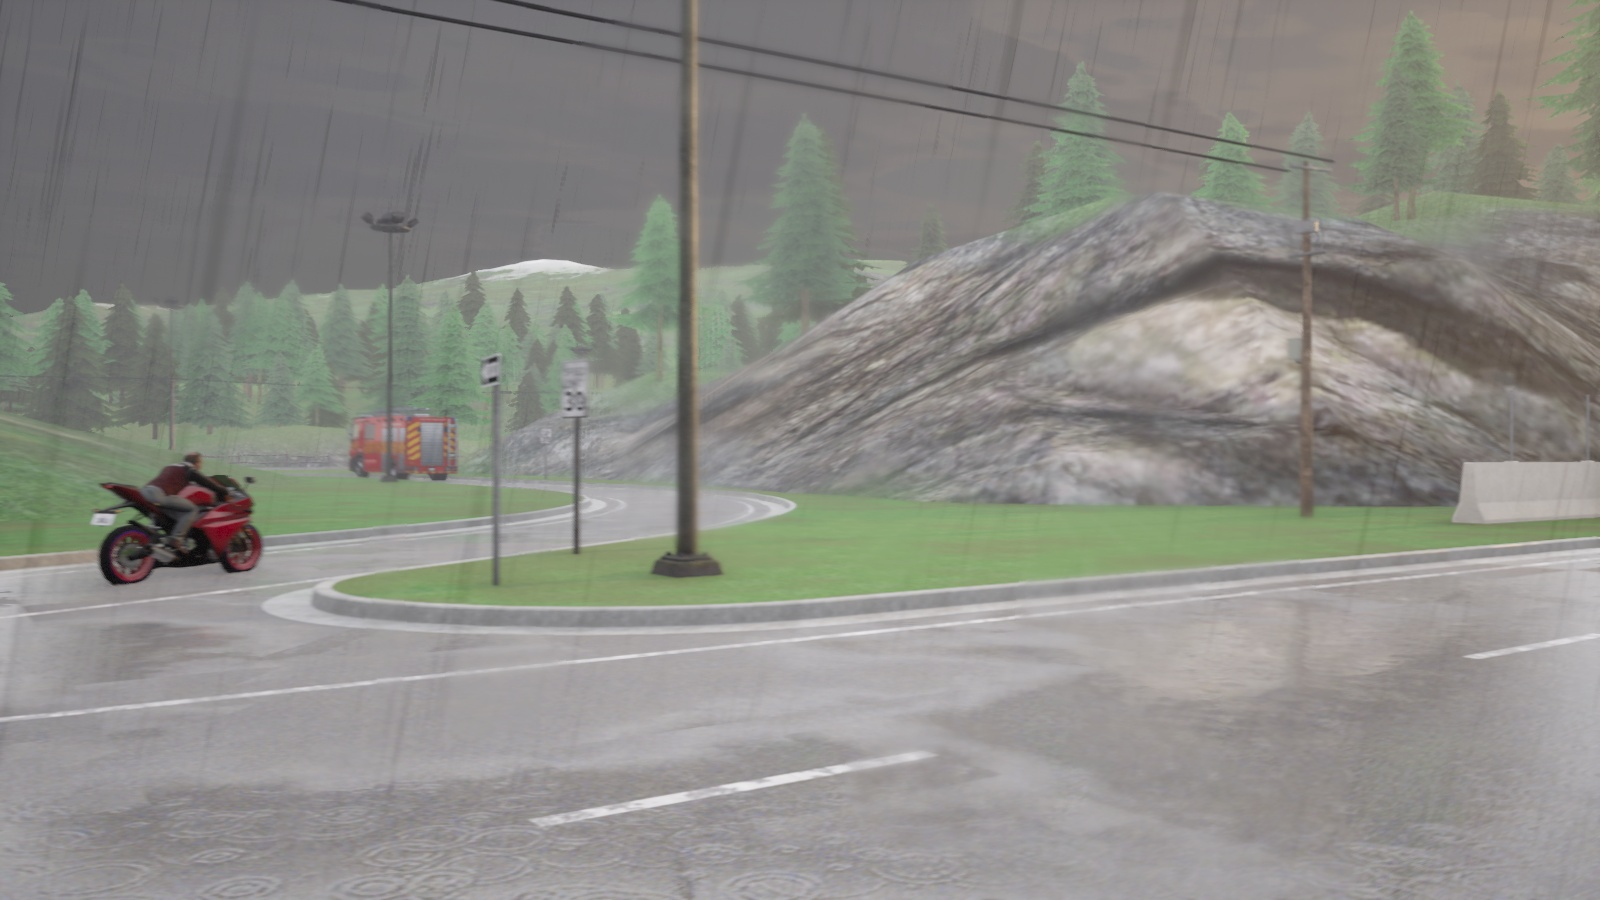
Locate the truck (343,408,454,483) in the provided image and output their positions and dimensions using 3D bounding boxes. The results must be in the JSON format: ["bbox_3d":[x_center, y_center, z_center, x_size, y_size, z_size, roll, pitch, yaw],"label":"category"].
[{"bbox_3d":[-21.924,-0.205,68.280,2.891,3.827,8.468,0,0,-39],"label":"truck"}]

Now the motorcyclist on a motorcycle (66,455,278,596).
[{"bbox_3d":[-7.350,0.832,14.841,0.866,1.530,2.191,0,0,24],"label":"motorcyclist on a motorcycle"}]
